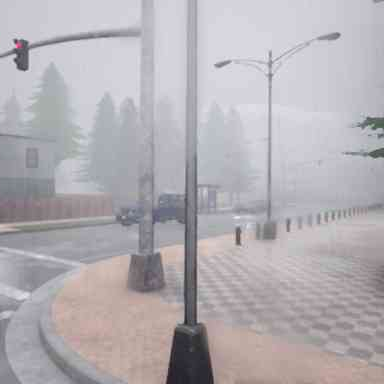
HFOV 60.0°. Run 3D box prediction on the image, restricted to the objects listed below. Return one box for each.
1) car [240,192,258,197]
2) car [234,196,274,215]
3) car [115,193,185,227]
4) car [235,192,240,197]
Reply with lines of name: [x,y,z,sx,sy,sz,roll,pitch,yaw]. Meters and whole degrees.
car: [13.643,0.894,77.476,1.932,1.855,4.605,1,0,36]
car: [6.069,1.431,32.074,2.033,1.411,5.357,1,0,37]
car: [-2.223,1.103,21.161,2.150,2.045,5.566,1,0,37]
car: [11.378,0.877,78.635,1.905,1.878,3.866,1,0,36]
